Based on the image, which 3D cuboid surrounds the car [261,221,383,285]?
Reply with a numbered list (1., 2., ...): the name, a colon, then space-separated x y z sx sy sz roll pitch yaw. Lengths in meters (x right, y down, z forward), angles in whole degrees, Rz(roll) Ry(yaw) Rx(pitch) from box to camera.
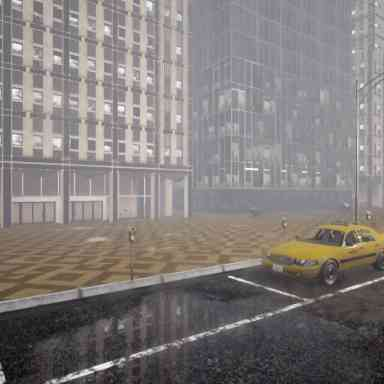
1. car: 4.037 1.526 9.454 4.829 1.417 1.752 0 0 -36
